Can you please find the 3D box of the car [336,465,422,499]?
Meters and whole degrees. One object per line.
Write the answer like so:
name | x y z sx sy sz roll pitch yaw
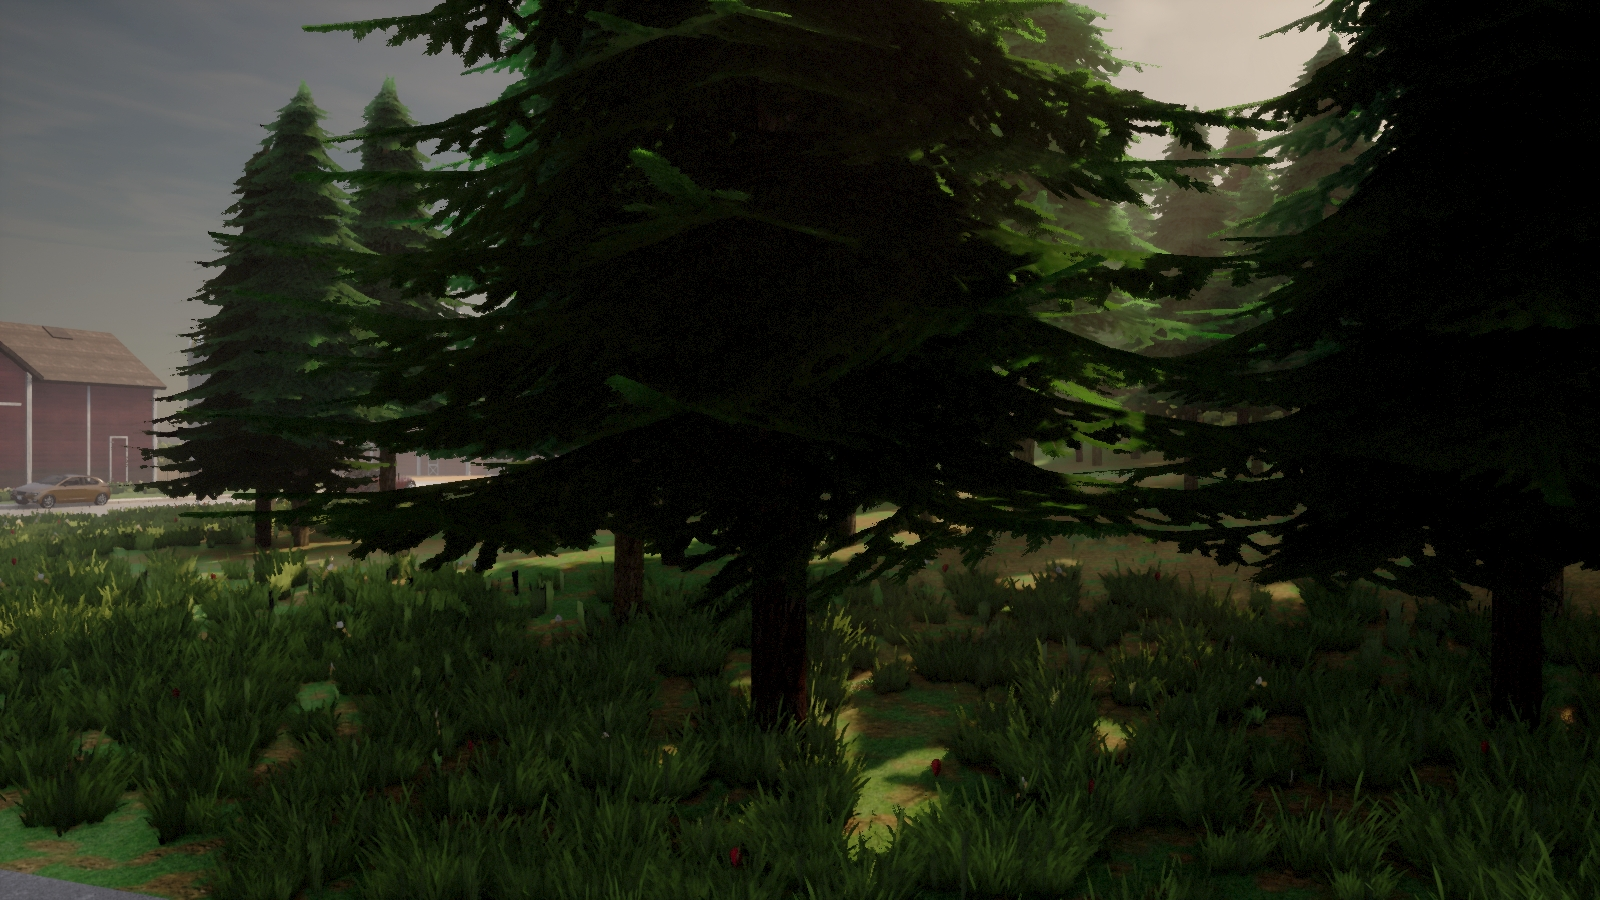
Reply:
car | -23.683 1.766 64.449 2.097 1.767 4.553 0 0 20
